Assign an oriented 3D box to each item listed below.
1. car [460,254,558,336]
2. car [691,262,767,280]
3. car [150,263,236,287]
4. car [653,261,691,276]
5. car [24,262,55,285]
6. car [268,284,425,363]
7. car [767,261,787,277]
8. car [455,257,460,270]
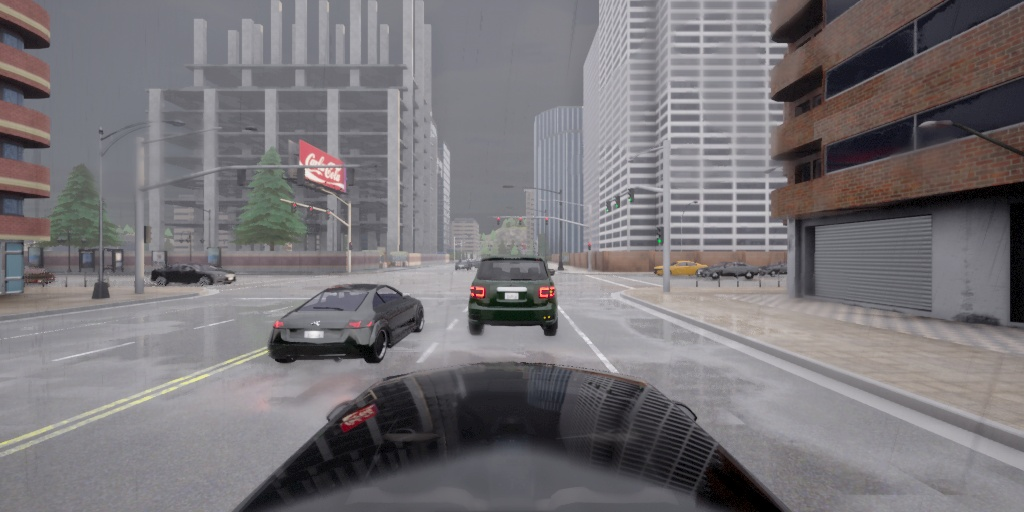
[{"bbox_3d":[0.099,0.971,10.537,2.150,2.045,5.566,0,0,2],"label":"car"},{"bbox_3d":[18.772,1.241,31.245,4.902,1.511,2.128,0,0,0],"label":"car"},{"bbox_3d":[-21.167,1.241,23.931,4.902,1.511,2.128,0,0,2],"label":"car"},{"bbox_3d":[16.294,1.227,34.746,5.008,1.535,1.882,0,0,0],"label":"car"},{"bbox_3d":[-33.854,1.101,24.049,4.553,1.767,2.097,0,0,0],"label":"car"},{"bbox_3d":[-3.377,1.314,8.149,1.994,1.385,4.181,0,0,0],"label":"car"},{"bbox_3d":[26.230,1.241,34.736,4.902,1.511,2.128,0,0,0],"label":"car"},{"bbox_3d":[-6.838,1.240,50.685,2.128,1.511,4.902,0,0,0],"label":"car"}]
